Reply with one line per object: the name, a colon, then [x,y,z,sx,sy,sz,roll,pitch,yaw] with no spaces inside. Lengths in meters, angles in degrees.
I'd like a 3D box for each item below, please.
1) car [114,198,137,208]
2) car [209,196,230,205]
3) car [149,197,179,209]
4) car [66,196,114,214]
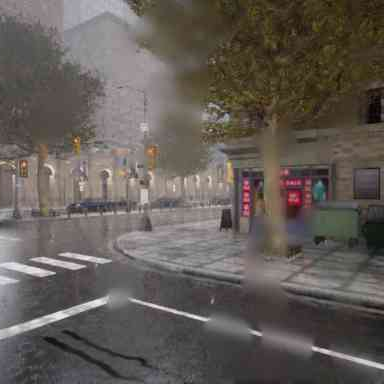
car: [-10.215,1.595,47.935,1.895,1.301,4.718,0,0,36]
car: [4.744,1.506,57.228,1.837,1.490,4.892,0,0,36]
car: [-3.755,1.505,45.519,1.837,1.490,4.892,0,0,36]
car: [-11.017,1.352,35.464,2.097,1.767,4.553,0,0,36]
